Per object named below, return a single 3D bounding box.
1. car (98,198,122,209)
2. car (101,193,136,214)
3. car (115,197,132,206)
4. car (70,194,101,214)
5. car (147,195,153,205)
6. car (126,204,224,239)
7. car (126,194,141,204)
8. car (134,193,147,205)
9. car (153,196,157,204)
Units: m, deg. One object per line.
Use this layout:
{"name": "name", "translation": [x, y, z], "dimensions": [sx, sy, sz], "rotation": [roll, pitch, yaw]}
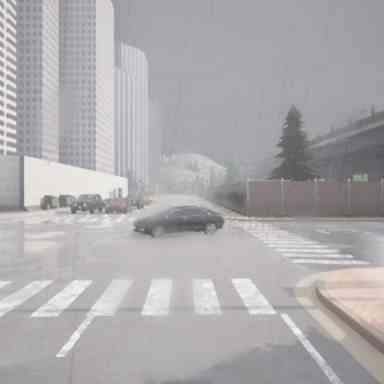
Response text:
{"name": "car", "translation": [-11.253, 1.518, 45.820], "dimensions": [2.033, 1.411, 5.357], "rotation": [0, 0, -1]}
{"name": "car", "translation": [-7.594, 1.330, 34.783], "dimensions": [2.097, 1.767, 4.553], "rotation": [0, 0, -1]}
{"name": "car", "translation": [-11.356, 1.566, 55.392], "dimensions": [1.895, 1.301, 4.718], "rotation": [0, 0, 0]}
{"name": "car", "translation": [-11.107, 1.199, 35.577], "dimensions": [2.150, 2.045, 5.566], "rotation": [0, 0, -1]}
{"name": "car", "translation": [-7.852, 1.491, 54.122], "dimensions": [1.812, 1.442, 4.674], "rotation": [0, 0, -1]}
{"name": "car", "translation": [-0.682, 1.519, 17.410], "dimensions": [4.892, 1.490, 1.837], "rotation": [0, -2, -25]}
{"name": "car", "translation": [-11.467, 1.310, 65.310], "dimensions": [2.097, 1.767, 4.553], "rotation": [0, 0, -1]}
{"name": "car", "translation": [-7.738, 1.193, 44.359], "dimensions": [2.150, 2.045, 5.566], "rotation": [0, 0, -1]}
{"name": "car", "translation": [-7.942, 1.437, 64.464], "dimensions": [1.882, 1.535, 5.008], "rotation": [0, 0, -1]}
